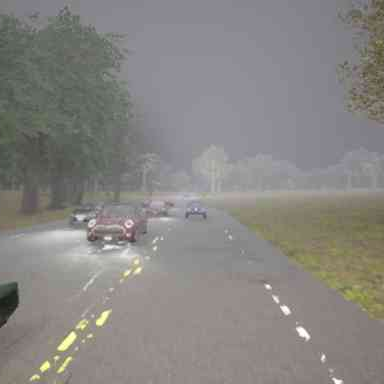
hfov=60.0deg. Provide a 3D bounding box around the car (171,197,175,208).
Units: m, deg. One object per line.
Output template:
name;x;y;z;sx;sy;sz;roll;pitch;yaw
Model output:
car;-3.397;1.472;46.926;1.882;1.535;5.008;1;0;-3

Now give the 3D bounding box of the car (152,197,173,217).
car;-3.140;1.503;31.114;1.812;1.442;4.674;1;0;1

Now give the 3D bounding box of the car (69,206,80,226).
car;-6.802;1.421;22.813;2.128;1.511;4.902;1;0;1

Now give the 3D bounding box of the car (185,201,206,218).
car;0.331;1.571;31.106;2.033;1.411;5.357;1;0;0

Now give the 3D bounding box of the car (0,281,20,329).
car;-3.591;1.557;2.851;1.895;1.301;4.718;1;0;1

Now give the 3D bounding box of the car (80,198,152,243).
car;-3.407;1.320;15.898;2.097;1.767;4.553;1;0;1

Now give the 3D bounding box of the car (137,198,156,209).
car;-6.394;1.522;46.966;1.994;1.385;4.181;1;0;1
